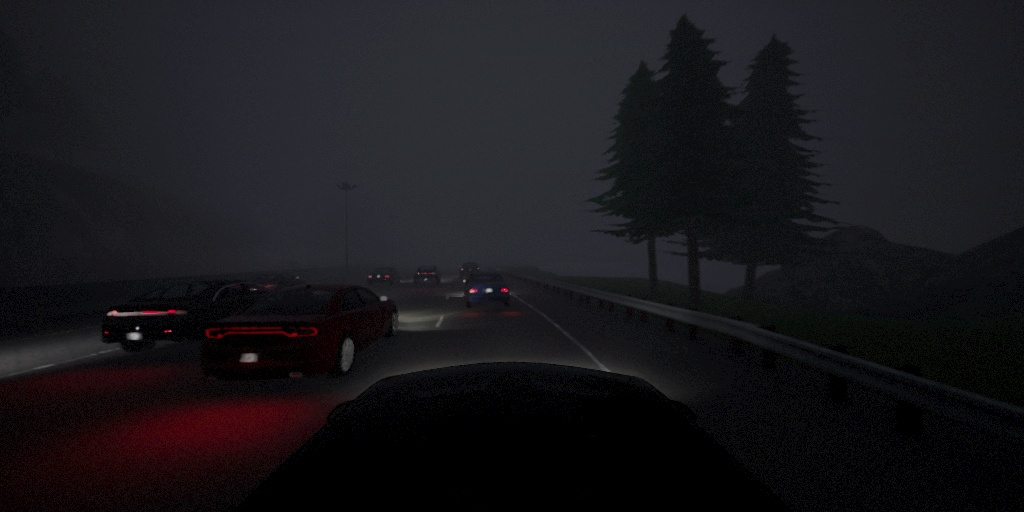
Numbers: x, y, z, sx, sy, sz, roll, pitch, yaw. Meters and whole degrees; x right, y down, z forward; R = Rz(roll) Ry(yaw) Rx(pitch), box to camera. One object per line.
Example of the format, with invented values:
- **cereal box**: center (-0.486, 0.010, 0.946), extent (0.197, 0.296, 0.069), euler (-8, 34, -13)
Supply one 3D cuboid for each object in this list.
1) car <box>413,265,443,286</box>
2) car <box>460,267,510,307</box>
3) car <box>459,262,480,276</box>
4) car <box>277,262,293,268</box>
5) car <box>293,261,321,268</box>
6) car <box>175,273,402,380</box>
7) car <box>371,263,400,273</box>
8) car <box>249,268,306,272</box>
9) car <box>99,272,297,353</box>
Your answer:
- **car**: center (-6.473, 1.477, 27.781), extent (2.128, 1.511, 4.902), euler (0, 0, -9)
- **car**: center (-1.227, 1.411, 16.418), extent (2.033, 1.411, 5.357), euler (0, 0, -8)
- **car**: center (-4.396, 1.387, 37.219), extent (2.097, 1.767, 4.553), euler (0, 0, -9)
- **car**: center (-31.665, 1.960, 52.160), extent (1.895, 1.301, 4.718), euler (0, 0, -8)
- **car**: center (-27.668, 1.831, 49.089), extent (1.812, 1.442, 4.674), euler (0, 0, -8)
- **car**: center (-3.843, 1.299, 7.520), extent (1.882, 1.535, 5.008), euler (0, 0, -3)
- **car**: center (-10.143, 1.569, 28.693), extent (2.033, 1.411, 5.357), euler (0, 0, -9)
- **car**: center (-12.156, 1.529, 18.455), extent (1.994, 1.385, 4.181), euler (0, 0, -8)
- **car**: center (-7.501, 1.355, 9.332), extent (2.128, 1.511, 4.902), euler (0, 0, -5)
